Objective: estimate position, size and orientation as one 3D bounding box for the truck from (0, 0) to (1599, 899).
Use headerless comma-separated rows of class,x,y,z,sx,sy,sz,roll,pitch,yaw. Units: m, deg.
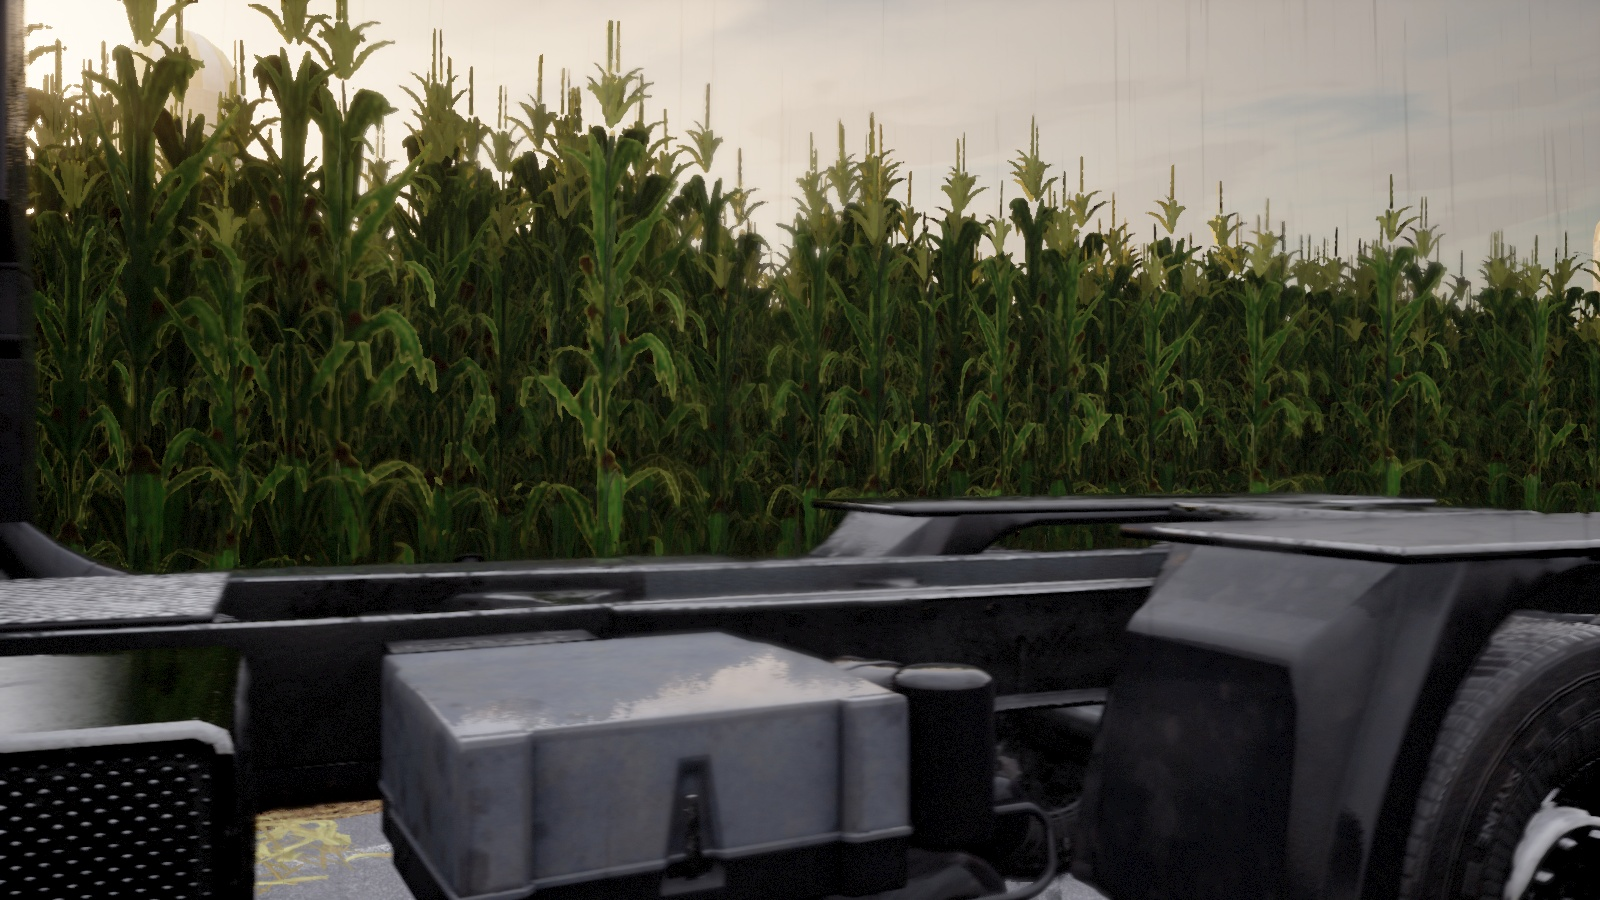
truck,-0.322,-0.229,3.134,7.936,3.462,2.891,0,0,-23
